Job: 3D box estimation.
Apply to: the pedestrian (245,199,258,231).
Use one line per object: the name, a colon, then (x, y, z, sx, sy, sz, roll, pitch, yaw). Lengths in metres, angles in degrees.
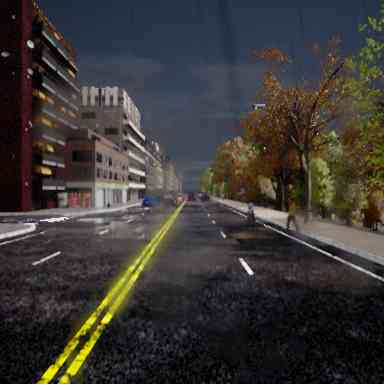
pedestrian: (3.387, 1.265, 19.008, 0.375, 1.860, 0.375, 0, 0, 0)

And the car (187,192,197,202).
car: (-0.012, 1.374, 74.136, 1.882, 1.535, 5.008, 0, 0, 0)

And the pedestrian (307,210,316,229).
pedestrian: (6.613, 1.494, 18.409, 0.500, 1.100, 0.500, 0, 0, 0)

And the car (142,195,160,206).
car: (-6.594, 1.405, 51.635, 1.882, 1.535, 5.008, 0, 0, 0)

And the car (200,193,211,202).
car: (3.237, 1.396, 74.137, 1.837, 1.490, 4.892, 0, 0, 0)

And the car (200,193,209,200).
car: (3.236, 1.160, 84.523, 2.097, 1.767, 4.553, 0, 0, 0)

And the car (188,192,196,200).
car: (-0.015, 1.030, 84.582, 2.150, 2.045, 5.566, 0, 0, 0)

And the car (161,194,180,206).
car: (-3.340, 1.491, 52.667, 1.994, 1.385, 4.181, 0, 0, 0)

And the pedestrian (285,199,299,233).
pedestrian: (5.361, 1.267, 17.808, 0.375, 1.860, 0.375, 0, 0, 0)
